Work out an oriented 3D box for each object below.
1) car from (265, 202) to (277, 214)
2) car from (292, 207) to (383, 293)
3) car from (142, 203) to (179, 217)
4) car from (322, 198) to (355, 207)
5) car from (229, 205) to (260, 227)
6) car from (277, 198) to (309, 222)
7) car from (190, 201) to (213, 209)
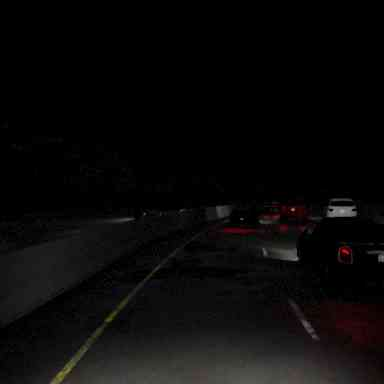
[{"bbox_3d":[10.413,1.930,41.074,2.128,1.511,4.902,0,-1,27],"label":"car"},{"bbox_3d":[4.348,1.457,9.186,2.097,1.767,4.553,0,-1,6],"label":"car"},{"bbox_3d":[-2.503,1.878,28.369,1.895,1.301,4.718,0,-1,17],"label":"car"},{"bbox_3d":[11.971,1.525,27.097,2.150,2.045,5.566,0,-1,19],"label":"car"},{"bbox_3d":[4.039,1.740,25.087,1.882,1.535,5.008,0,-1,15],"label":"car"},{"bbox_3d":[9.070,1.540,29.345,2.150,2.045,5.566,0,-1,20],"label":"car"},{"bbox_3d":[1.595,2.149,54.467,1.895,1.301,4.718,0,-1,31],"label":"car"}]
